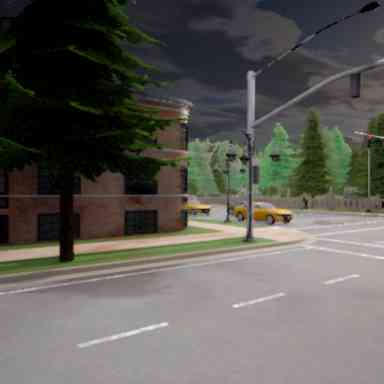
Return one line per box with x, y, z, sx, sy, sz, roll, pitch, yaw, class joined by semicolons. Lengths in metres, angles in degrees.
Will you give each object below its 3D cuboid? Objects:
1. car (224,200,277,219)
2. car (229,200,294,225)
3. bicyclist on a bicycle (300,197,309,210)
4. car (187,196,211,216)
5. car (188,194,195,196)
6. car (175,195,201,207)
5.377;1.532;31.193;2.128;1.511;4.902;0;0;-34;car
5.297;1.512;25.053;1.882;1.535;5.008;0;0;-34;car
13.253;1.368;39.143;1.656;1.620;0.582;0;0;-34;bicyclist on a bicycle
-0.049;1.506;32.986;1.882;1.535;5.008;0;0;-34;car
-0.575;1.254;40.063;2.150;2.045;5.566;0;0;-34;car
-0.699;1.396;52.851;2.097;1.767;4.553;0;0;-34;car
